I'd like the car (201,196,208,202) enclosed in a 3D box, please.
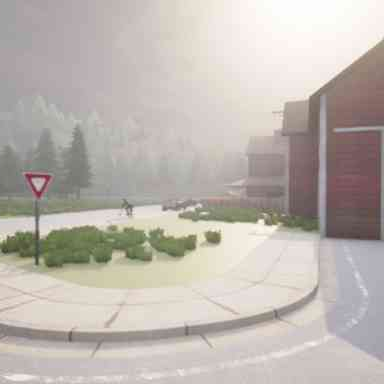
[{"bbox_3d":[2.478,1.466,59.566,2.033,1.411,5.357,0,0,19],"label":"car"}]

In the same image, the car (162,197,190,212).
[{"bbox_3d":[-2.019,1.410,37.679,1.816,1.474,4.193,-6,-1,17],"label":"car"}]

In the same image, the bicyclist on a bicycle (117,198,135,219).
[{"bbox_3d":[-5.073,1.273,25.560,1.656,1.620,0.582,0,0,19],"label":"bicyclist on a bicycle"}]

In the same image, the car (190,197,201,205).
[{"bbox_3d":[-0.880,1.475,49.804,2.033,1.411,5.357,0,0,20],"label":"car"}]
